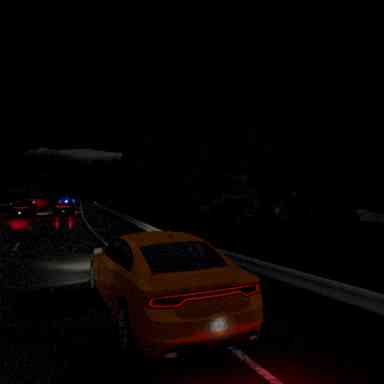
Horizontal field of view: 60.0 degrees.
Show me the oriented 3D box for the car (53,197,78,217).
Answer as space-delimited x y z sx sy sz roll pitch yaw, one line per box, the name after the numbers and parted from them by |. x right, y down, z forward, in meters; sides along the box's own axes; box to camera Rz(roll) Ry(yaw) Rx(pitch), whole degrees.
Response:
-12.074 1.492 31.505 2.128 1.511 4.902 0 0 -19 | car

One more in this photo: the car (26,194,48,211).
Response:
-18.691 1.221 39.986 2.150 2.045 5.566 0 0 -19 | car

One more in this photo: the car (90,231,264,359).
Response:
-0.709 1.478 6.309 1.882 1.535 5.008 0 0 -25 | car

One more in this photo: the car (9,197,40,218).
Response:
-15.245 1.505 30.105 1.837 1.490 4.892 0 0 -20 | car

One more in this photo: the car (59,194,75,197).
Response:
-15.531 1.221 41.391 2.150 2.045 5.566 0 0 -19 | car
